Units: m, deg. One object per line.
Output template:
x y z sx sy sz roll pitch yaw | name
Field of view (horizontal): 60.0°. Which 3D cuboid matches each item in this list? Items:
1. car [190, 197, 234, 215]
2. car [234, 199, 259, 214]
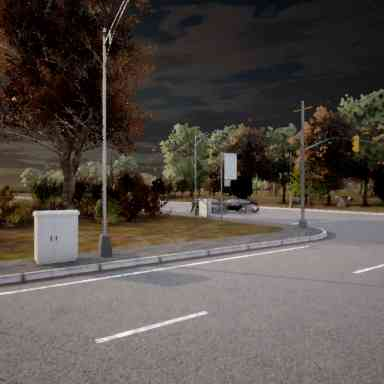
1.757 1.347 34.232 2.097 1.767 4.553 0 0 -32 | car
5.073 1.487 35.544 2.128 1.511 4.902 0 0 -32 | car
